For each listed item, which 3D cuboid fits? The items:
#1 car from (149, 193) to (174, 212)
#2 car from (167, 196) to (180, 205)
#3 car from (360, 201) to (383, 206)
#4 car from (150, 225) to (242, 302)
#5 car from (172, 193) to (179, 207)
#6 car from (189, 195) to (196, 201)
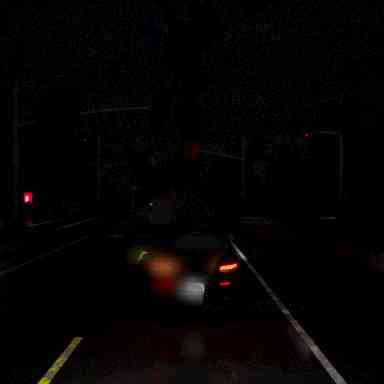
[{"bbox_3d":[-3.591,1.352,38.093,2.097,1.767,4.553,0,0,1],"label":"car"},{"bbox_3d":[-3.484,1.491,62.060,2.128,1.511,4.902,0,0,0],"label":"car"},{"bbox_3d":[15.574,1.528,28.695,5.357,1.411,2.033,0,0,-6],"label":"car"},{"bbox_3d":[0.083,1.526,8.137,1.812,1.442,4.674,0,0,0],"label":"car"},{"bbox_3d":[-3.532,1.223,51.459,2.150,2.045,5.566,0,0,0],"label":"car"},{"bbox_3d":[0.099,1.525,80.931,2.128,1.511,4.902,0,0,0],"label":"car"}]
